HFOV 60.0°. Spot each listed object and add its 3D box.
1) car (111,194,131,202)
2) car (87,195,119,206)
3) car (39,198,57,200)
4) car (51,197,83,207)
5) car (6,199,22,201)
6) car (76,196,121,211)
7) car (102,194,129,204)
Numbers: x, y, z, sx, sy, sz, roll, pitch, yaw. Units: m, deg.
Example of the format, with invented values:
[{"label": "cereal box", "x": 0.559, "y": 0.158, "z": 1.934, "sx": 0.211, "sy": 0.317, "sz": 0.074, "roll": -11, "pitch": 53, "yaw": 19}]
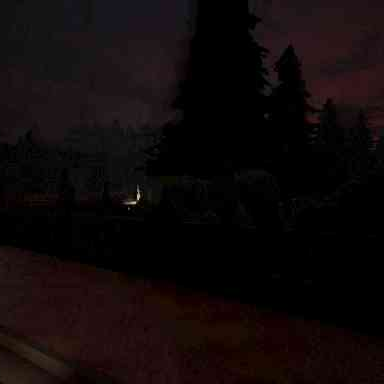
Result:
[{"label": "car", "x": -9.798, "y": 1.348, "z": 42.792, "sx": 2.097, "sy": 1.767, "sz": 4.553, "roll": 0, "pitch": 0, "yaw": 36}, {"label": "car", "x": -14.544, "y": 1.387, "z": 54.532, "sx": 2.128, "sy": 1.511, "sz": 4.902, "roll": 0, "pitch": 2, "yaw": 36}, {"label": "car", "x": -20.441, "y": 1.522, "z": 46.306, "sx": 1.812, "sy": 1.442, "sz": 4.674, "roll": 0, "pitch": 0, "yaw": 36}, {"label": "car", "x": -19.879, "y": 1.502, "z": 53.088, "sx": 1.812, "sy": 1.442, "sz": 4.674, "roll": 0, "pitch": 1, "yaw": 35}, {"label": "car", "x": -25.015, "y": 1.597, "z": 45.941, "sx": 1.895, "sy": 1.301, "sz": 4.718, "roll": 0, "pitch": 0, "yaw": 36}, {"label": "car", "x": -10.312, "y": 1.475, "z": 36.064, "sx": 1.882, "sy": 1.535, "sz": 5.008, "roll": 0, "pitch": 0, "yaw": 36}, {"label": "car", "x": -14.056, "y": 1.182, "z": 61.207, "sx": 1.837, "sy": 1.490, "sz": 4.892, "roll": 0, "pitch": 3, "yaw": 36}]
